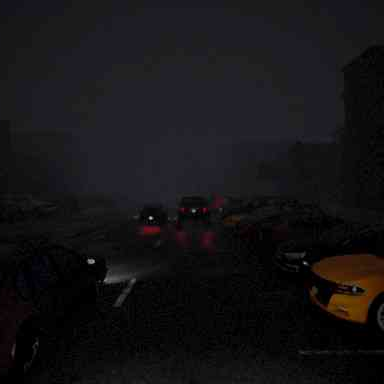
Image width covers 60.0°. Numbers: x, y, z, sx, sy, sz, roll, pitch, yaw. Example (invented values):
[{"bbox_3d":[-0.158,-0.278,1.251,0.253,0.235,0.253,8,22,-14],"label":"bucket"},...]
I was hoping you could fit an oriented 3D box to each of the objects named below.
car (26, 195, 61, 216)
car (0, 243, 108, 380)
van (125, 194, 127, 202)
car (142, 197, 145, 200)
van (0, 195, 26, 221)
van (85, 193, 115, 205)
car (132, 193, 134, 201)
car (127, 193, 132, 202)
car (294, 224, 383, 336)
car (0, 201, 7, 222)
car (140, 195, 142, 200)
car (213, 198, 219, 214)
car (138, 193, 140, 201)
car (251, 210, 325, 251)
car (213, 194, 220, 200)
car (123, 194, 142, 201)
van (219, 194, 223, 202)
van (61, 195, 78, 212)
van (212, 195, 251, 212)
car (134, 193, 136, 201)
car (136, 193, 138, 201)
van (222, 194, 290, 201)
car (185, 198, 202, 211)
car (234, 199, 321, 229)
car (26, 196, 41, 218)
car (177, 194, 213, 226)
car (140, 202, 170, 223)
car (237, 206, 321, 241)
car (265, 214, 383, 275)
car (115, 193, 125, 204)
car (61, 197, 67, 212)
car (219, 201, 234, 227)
[{"bbox_3d":[-15.775,1.292,31.071,5.566,2.045,2.435,0,0,0],"label":"car"},{"bbox_3d":[-2.897,1.557,5.425,2.033,1.411,5.357,0,0,0],"label":"car"},{"bbox_3d":[-15.979,1.202,67.040,4.442,1.987,1.878,0,0,0],"label":"van"},{"bbox_3d":[-15.924,1.260,86.213,5.566,2.045,2.435,0,-1,0],"label":"car"},{"bbox_3d":[-15.677,1.318,25.555,4.442,1.987,1.878,0,0,0],"label":"van"},{"bbox_3d":[-15.728,1.233,55.892,4.442,1.987,1.878,0,0,0],"label":"van"},{"bbox_3d":[-15.843,1.463,72.431,4.792,1.488,2.163,0,0,0],"label":"car"},{"bbox_3d":[-15.873,1.429,69.675,5.008,1.535,2.097,0,0,0],"label":"car"},{"bbox_3d":[4.717,1.492,6.000,5.008,1.535,2.097,0,0,0],"label":"car"},{"bbox_3d":[-15.787,1.582,22.796,4.674,1.452,2.002,0,0,0],"label":"car"},{"bbox_3d":[-15.895,1.488,83.455,5.008,1.535,2.097,0,0,0],"label":"car"},{"bbox_3d":[4.720,1.543,31.018,4.892,1.521,2.231,0,0,0],"label":"car"},{"bbox_3d":[-15.881,1.469,80.699,5.008,1.535,2.097,0,0,0],"label":"car"},{"bbox_3d":[4.742,1.541,11.683,4.792,1.488,2.163,0,0,0],"label":"car"},{"bbox_3d":[4.762,1.288,33.918,5.566,2.045,2.435,0,0,0],"label":"car"},{"bbox_3d":[-15.868,1.412,88.968,4.553,1.767,2.185,0,-1,0],"label":"car"},{"bbox_3d":[4.840,1.318,28.235,4.442,1.987,1.878,0,0,0],"label":"van"},{"bbox_3d":[-15.934,1.304,39.347,4.442,1.987,1.878,0,0,0],"label":"van"},{"bbox_3d":[4.632,1.303,39.478,4.442,1.987,1.878,0,0,0],"label":"van"},{"bbox_3d":[-15.884,1.443,75.187,4.892,1.521,2.231,0,0,0],"label":"car"},{"bbox_3d":[-15.887,1.455,77.943,4.892,1.521,2.231,0,0,0],"label":"car"},{"bbox_3d":[4.835,1.316,25.581,4.442,1.987,1.878,0,0,0],"label":"van"},{"bbox_3d":[0.149,1.585,42.839,2.033,1.411,5.357,0,0,0],"label":"car"},{"bbox_3d":[4.745,1.403,17.242,4.553,1.767,2.185,0,0,0],"label":"car"},{"bbox_3d":[-15.830,1.419,28.312,4.553,1.767,2.185,0,0,0],"label":"car"},{"bbox_3d":[0.109,1.283,23.832,2.150,2.045,5.566,0,0,0],"label":"car"},{"bbox_3d":[-2.889,1.566,25.824,1.837,1.490,4.892,0,0,0],"label":"car"},{"bbox_3d":[4.708,1.520,14.463,5.008,1.535,2.097,0,0,0],"label":"car"},{"bbox_3d":[4.718,1.503,8.904,4.892,1.521,2.231,0,0,0],"label":"car"},{"bbox_3d":[-15.825,1.185,61.403,5.566,2.045,2.435,0,0,0],"label":"car"},{"bbox_3d":[-15.779,1.570,33.829,4.792,1.488,2.163,0,0,0],"label":"car"},{"bbox_3d":[4.530,1.532,19.898,5.366,1.575,1.946,0,0,0],"label":"car"}]
